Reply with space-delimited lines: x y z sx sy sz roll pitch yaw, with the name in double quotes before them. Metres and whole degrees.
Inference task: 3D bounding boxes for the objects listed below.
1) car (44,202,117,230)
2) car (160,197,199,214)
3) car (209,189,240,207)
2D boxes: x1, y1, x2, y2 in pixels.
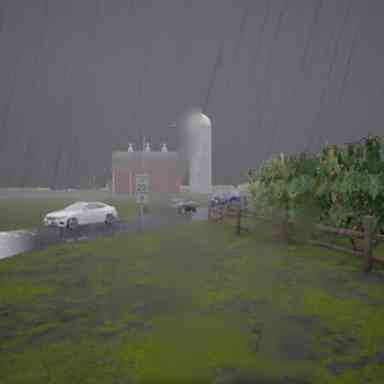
"car" -6.530 1.322 20.018 1.812 1.442 4.674 -1 0 31
"car" -1.052 1.178 29.255 1.994 1.385 4.181 -1 1 29
"car" 3.867 0.655 38.558 2.150 2.045 5.566 -1 1 26
